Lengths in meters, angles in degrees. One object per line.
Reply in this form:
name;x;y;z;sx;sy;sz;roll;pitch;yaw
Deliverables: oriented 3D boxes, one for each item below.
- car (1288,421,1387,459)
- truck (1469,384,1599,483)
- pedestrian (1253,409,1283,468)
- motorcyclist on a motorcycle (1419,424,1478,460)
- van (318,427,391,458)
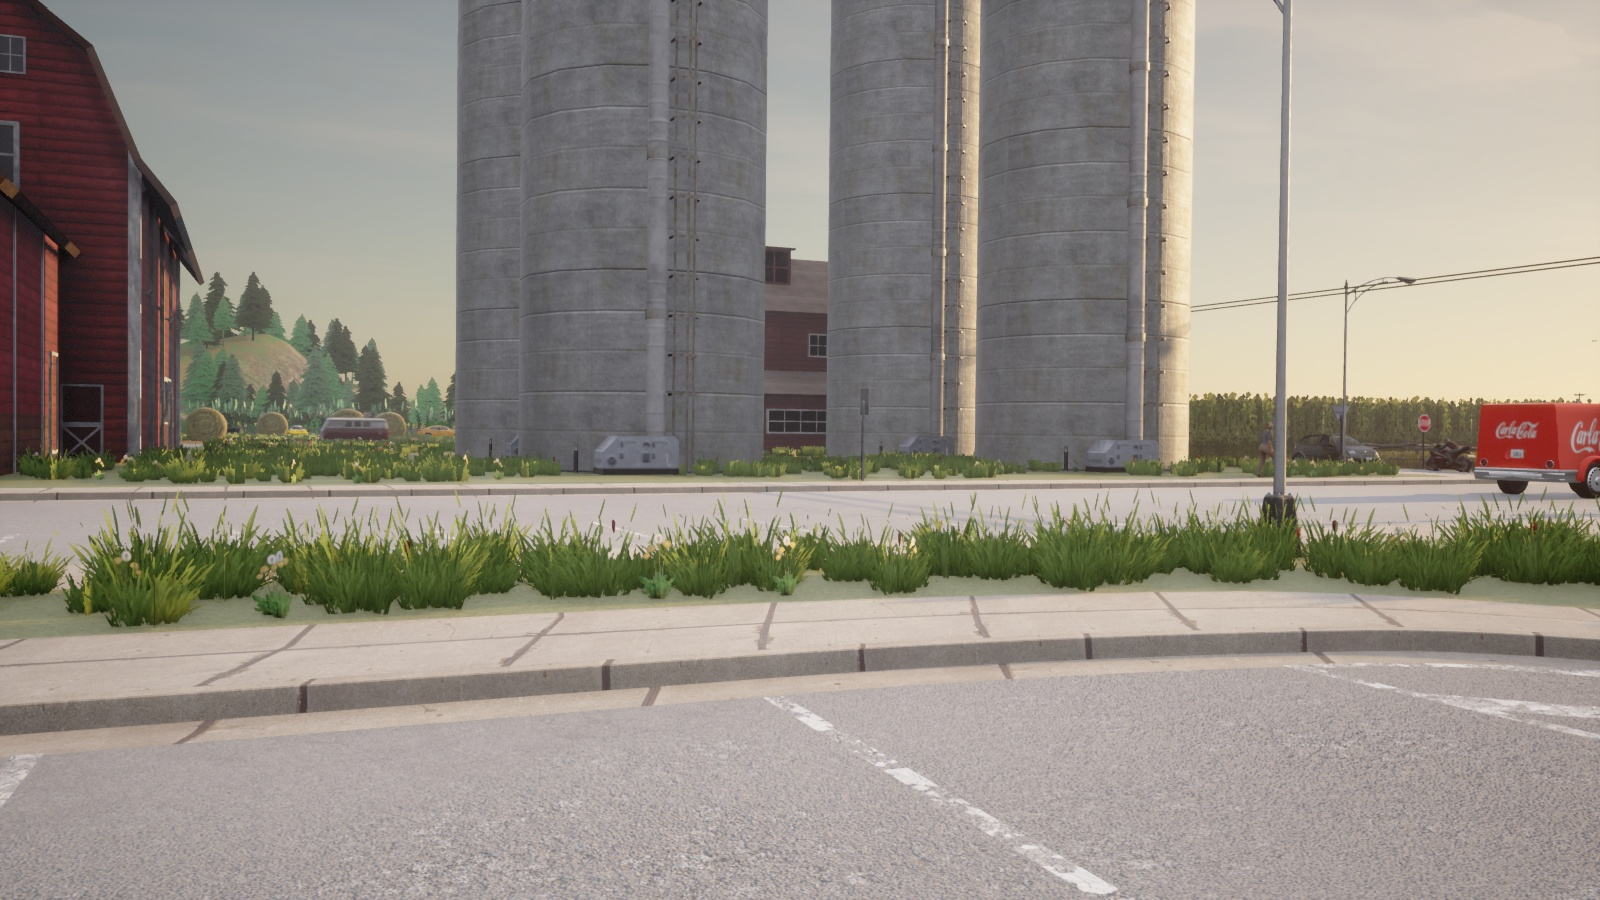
car;23.730;-0.465;55.622;1.851;1.617;3.988;-1;1;-18
truck;20.824;-0.459;33.489;5.204;2.467;2.627;-1;1;-24
pedestrian;14.839;-0.355;39.820;0.694;1.848;0.540;-1;1;-14
motorcyclist on a motorcycle;28.000;-0.352;54.268;0.866;1.530;2.191;-1;1;-23
van;-29.684;-0.516;83.664;4.442;1.987;1.775;-1;1;-24
